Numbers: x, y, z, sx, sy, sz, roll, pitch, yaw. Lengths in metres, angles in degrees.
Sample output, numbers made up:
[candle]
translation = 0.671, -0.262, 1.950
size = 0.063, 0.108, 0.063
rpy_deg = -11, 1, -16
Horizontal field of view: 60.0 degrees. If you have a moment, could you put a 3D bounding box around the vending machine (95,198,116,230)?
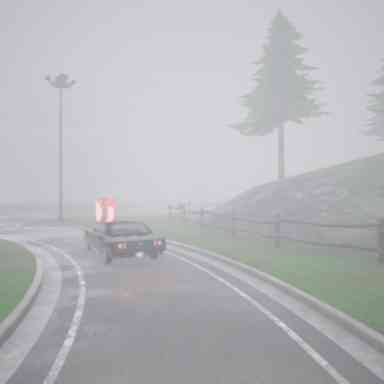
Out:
[vending machine]
translation = -5.859, 1.433, 22.574
size = 0.880, 2.100, 1.100
rpy_deg = -1, -1, 39

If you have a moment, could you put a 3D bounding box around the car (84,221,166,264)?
[car]
translation = -2.742, 1.731, 12.590
size = 1.895, 1.301, 4.718
rpy_deg = 0, -1, -29
